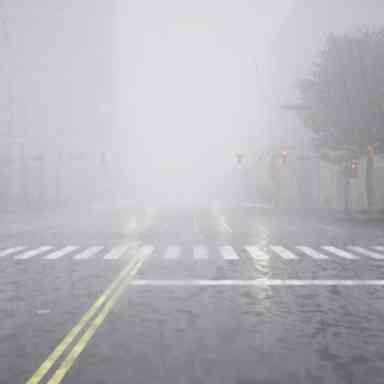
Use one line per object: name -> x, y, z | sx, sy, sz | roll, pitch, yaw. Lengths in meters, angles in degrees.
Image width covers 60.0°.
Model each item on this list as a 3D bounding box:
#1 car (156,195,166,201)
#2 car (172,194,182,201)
car -> -6.898, 1.420, 75.558 | 1.994, 1.385, 4.181 | 0, 0, 1
car -> -3.398, 1.223, 75.559 | 2.097, 1.767, 4.553 | 0, 0, 1
